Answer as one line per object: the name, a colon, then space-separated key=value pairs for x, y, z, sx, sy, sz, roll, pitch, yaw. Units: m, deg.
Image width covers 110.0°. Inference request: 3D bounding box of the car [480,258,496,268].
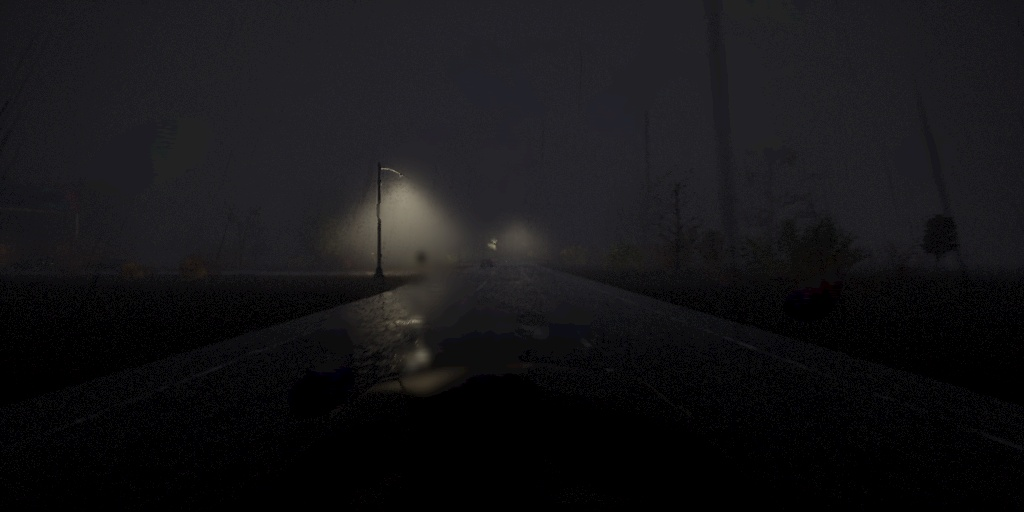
car: x=-4.053 y=1.201 z=58.371 sx=1.882 sy=1.535 sz=5.008 roll=0 pitch=0 yaw=-1
